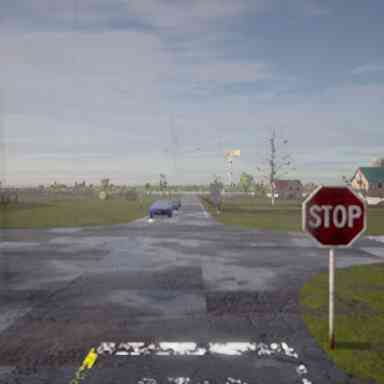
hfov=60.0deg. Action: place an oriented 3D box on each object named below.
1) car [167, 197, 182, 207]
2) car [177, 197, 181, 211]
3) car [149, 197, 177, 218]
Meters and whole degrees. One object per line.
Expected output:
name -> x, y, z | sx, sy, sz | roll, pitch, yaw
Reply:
car -> -2.680, 1.518, 51.948 | 2.128, 1.511, 4.902 | 0, 0, 1
car -> -2.717, 1.585, 41.479 | 1.994, 1.385, 4.181 | 0, 0, 0
car -> -2.744, 1.493, 30.745 | 1.882, 1.535, 5.008 | 0, 0, 1
